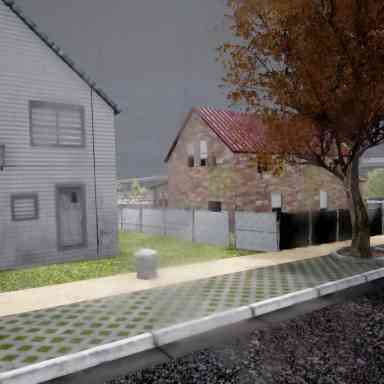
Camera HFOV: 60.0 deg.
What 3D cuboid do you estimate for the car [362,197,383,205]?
[{"bbox_3d":[35.242,1.746,64.825,1.812,1.442,4.674,-2,0,0],"label":"car"}]

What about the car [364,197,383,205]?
[{"bbox_3d":[28.553,1.838,52.105,2.128,1.511,4.902,-2,0,1],"label":"car"}]

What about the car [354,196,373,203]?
[{"bbox_3d":[38.578,1.680,74.973,1.895,1.301,4.718,-2,0,0],"label":"car"}]

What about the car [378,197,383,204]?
[{"bbox_3d":[38.491,1.630,64.930,1.812,1.442,4.674,-2,0,0],"label":"car"}]
